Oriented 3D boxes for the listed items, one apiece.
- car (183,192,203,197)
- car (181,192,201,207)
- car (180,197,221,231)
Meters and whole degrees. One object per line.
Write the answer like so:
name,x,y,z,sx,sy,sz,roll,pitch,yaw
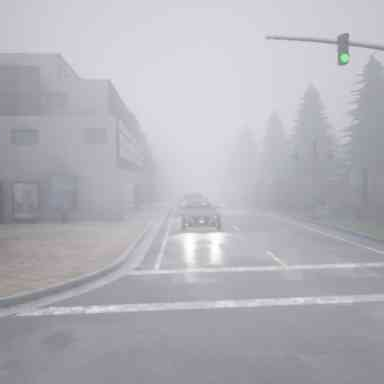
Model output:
car,0.125,0.807,26.268,2.097,1.767,4.553,-1,1,-2
car,-0.195,0.799,36.632,2.033,1.411,5.357,-1,1,-2
car,0.394,1.185,17.769,1.994,1.385,4.181,-1,1,-2
